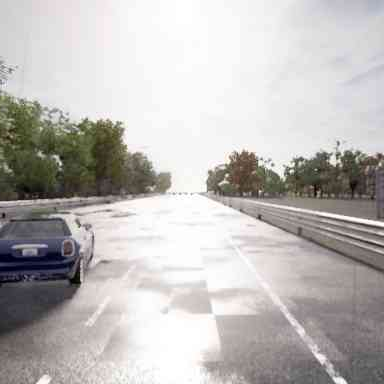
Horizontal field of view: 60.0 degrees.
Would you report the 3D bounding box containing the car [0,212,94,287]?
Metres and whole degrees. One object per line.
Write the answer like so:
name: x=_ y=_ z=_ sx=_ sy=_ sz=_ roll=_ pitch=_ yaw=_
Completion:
car: x=-4.003 y=1.330 z=9.407 sx=2.097 sy=1.767 sz=4.553 roll=0 pitch=0 yaw=-12
